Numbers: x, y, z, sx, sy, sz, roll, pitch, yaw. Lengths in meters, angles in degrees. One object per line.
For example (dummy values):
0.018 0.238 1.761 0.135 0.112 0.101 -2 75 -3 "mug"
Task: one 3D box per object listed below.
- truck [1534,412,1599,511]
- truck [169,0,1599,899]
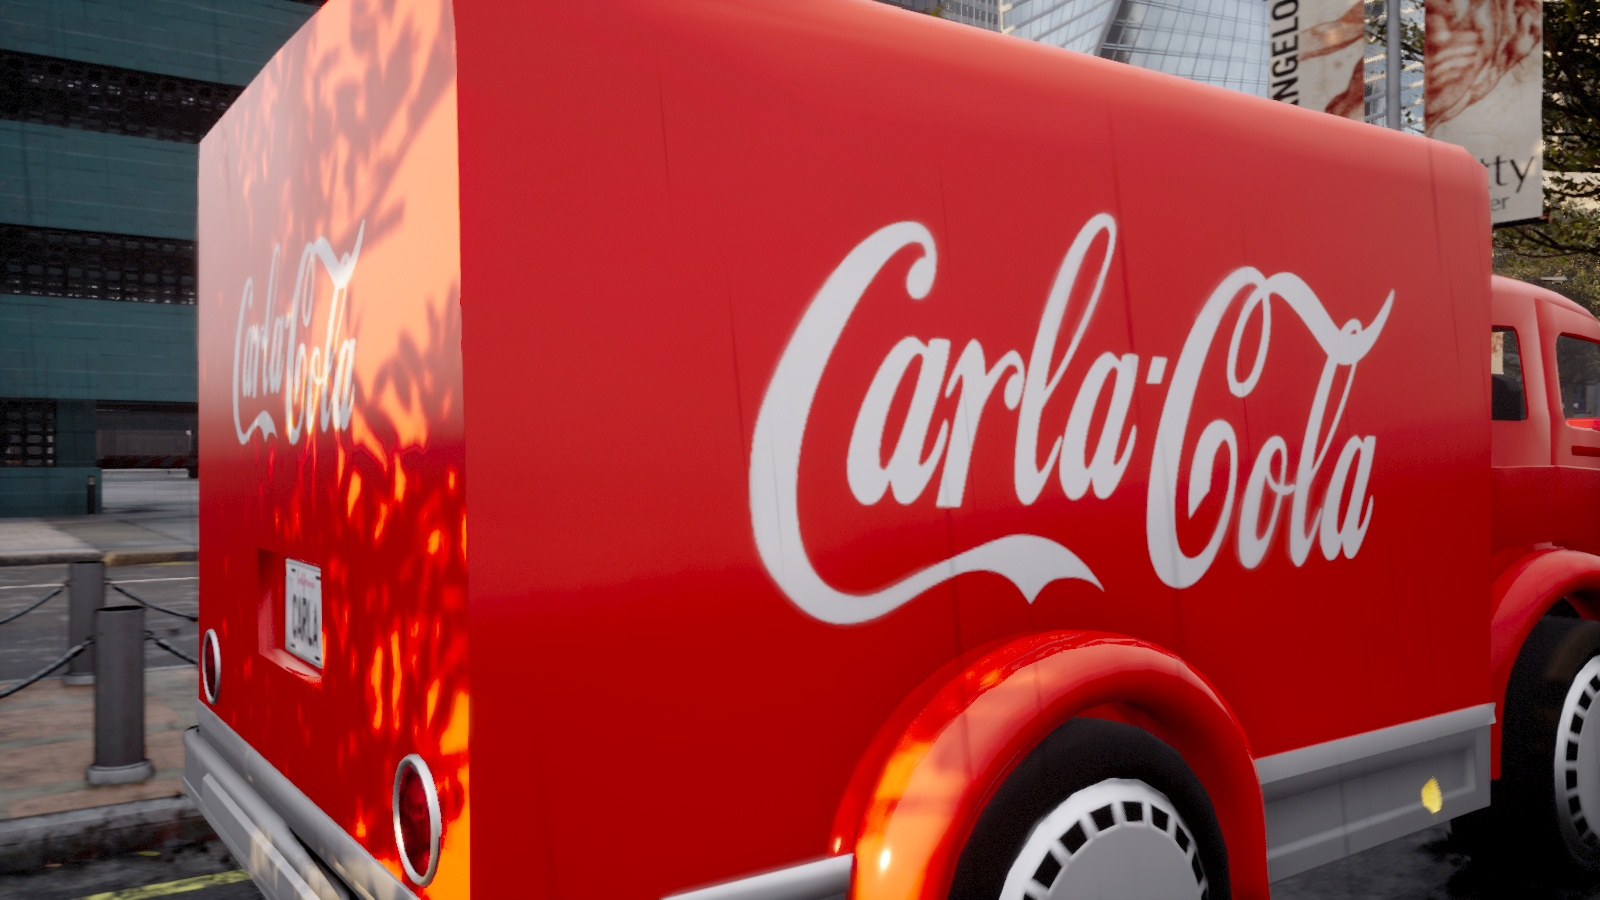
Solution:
21.464 0.295 33.311 2.627 2.467 5.204 0 0 40 "truck"
0.928 0.267 4.309 5.204 2.467 2.627 0 0 -35 "truck"
